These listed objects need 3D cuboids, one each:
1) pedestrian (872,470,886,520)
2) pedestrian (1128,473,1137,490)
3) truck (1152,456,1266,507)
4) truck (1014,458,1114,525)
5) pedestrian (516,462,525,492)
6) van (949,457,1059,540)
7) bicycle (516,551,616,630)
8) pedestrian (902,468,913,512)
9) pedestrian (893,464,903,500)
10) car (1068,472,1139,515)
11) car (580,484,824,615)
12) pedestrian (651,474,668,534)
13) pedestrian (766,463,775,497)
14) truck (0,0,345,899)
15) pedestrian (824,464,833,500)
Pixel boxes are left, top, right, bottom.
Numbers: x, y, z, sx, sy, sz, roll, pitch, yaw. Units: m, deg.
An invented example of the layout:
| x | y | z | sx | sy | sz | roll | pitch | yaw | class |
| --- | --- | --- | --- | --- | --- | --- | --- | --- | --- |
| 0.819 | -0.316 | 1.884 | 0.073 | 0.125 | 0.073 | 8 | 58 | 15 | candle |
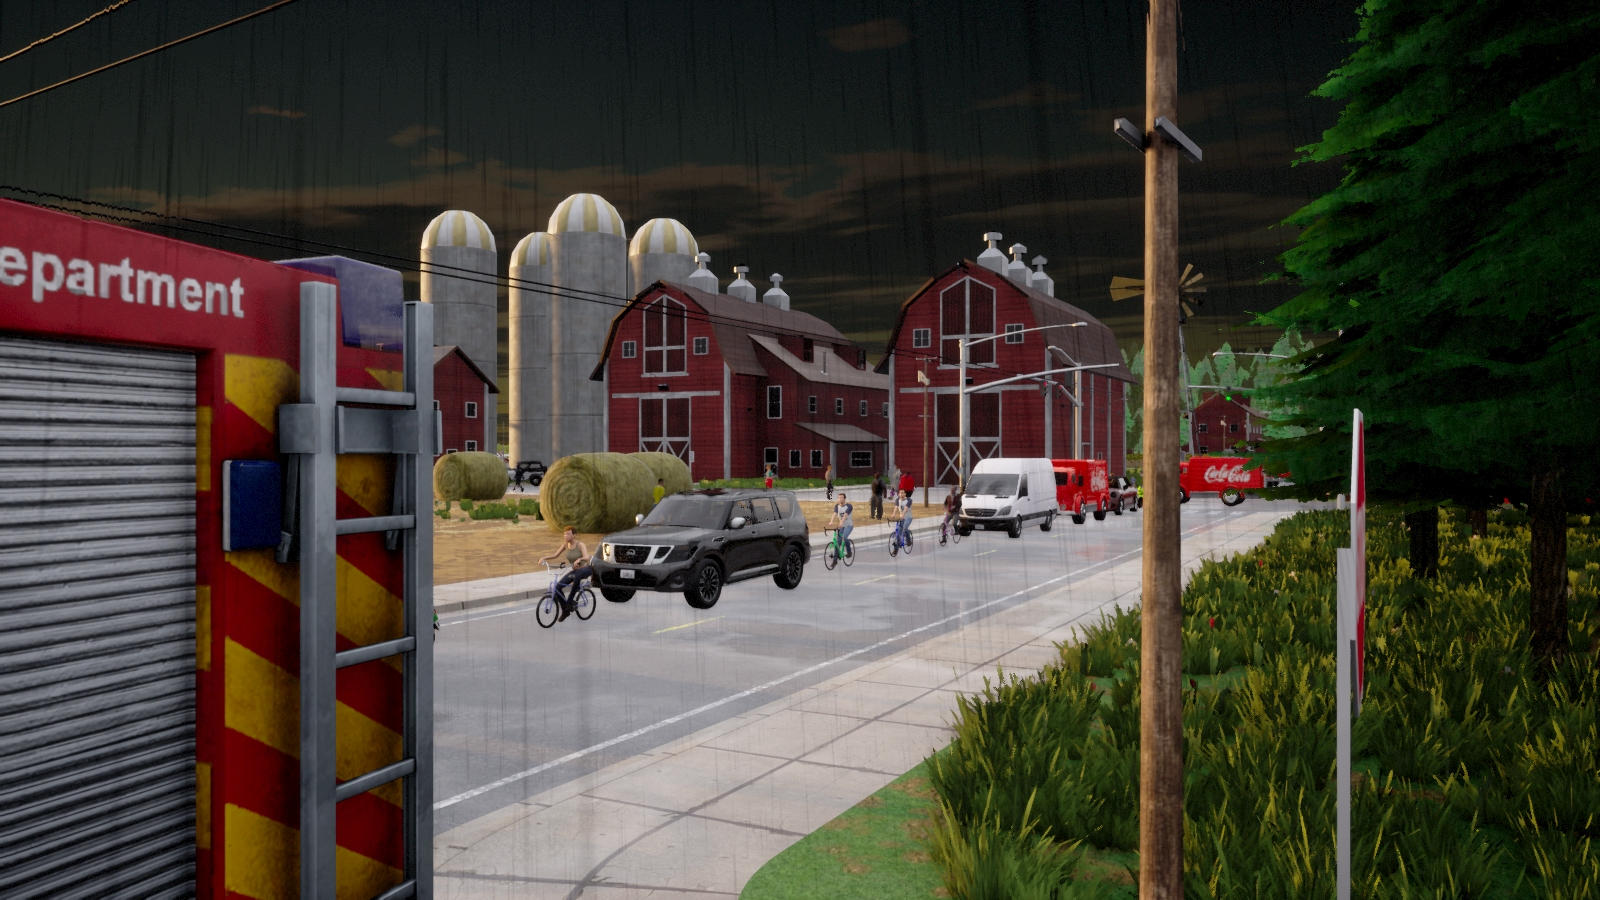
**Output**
| x | y | z | sx | sy | sz | roll | pitch | yaw | class |
| --- | --- | --- | --- | --- | --- | --- | --- | --- | --- |
| 2.958 | 1.685 | 42.937 | 0.375 | 1.860 | 0.375 | 0 | 0 | 35 | pedestrian |
| 21.756 | 2.076 | 74.669 | 0.500 | 1.100 | 0.500 | 0 | 0 | 26 | pedestrian |
| 20.996 | 1.557 | 58.691 | 5.204 | 2.467 | 2.627 | 0 | 0 | 27 | truck |
| 10.553 | 1.568 | 45.371 | 2.627 | 2.467 | 5.204 | 0 | 0 | 28 | truck |
| -17.365 | 1.669 | 71.041 | 0.375 | 1.860 | 0.375 | 0 | 0 | 27 | pedestrian |
| 7.063 | 1.534 | 38.944 | 1.988 | 2.561 | 5.915 | 0 | 0 | 28 | van |
| -3.784 | 2.256 | 18.575 | 0.859 | 1.080 | 1.487 | 0 | 0 | 28 | bicycle |
| 4.543 | 1.678 | 48.295 | 0.375 | 1.860 | 0.375 | 0 | 0 | 26 | pedestrian |
| 5.075 | 1.671 | 59.369 | 0.375 | 1.860 | 0.375 | 0 | 0 | -40 | pedestrian |
| 13.653 | 1.903 | 51.218 | 2.097 | 1.767 | 4.553 | 0 | 0 | 28 | car |
| -1.716 | 1.779 | 22.423 | 2.150 | 2.045 | 5.566 | 0 | 0 | 27 | car |
| -4.409 | 1.681 | 35.927 | 0.375 | 1.860 | 0.375 | 0 | 0 | 34 | pedestrian |
| -1.626 | 1.670 | 63.097 | 0.375 | 1.860 | 0.375 | 0 | 0 | 28 | pedestrian |
| -5.968 | 0.867 | 3.807 | 8.468 | 3.827 | 2.891 | 0 | 0 | 20 | truck |
| 1.476 | 1.668 | 59.795 | 0.375 | 1.860 | 0.375 | 0 | 0 | 21 | pedestrian |
